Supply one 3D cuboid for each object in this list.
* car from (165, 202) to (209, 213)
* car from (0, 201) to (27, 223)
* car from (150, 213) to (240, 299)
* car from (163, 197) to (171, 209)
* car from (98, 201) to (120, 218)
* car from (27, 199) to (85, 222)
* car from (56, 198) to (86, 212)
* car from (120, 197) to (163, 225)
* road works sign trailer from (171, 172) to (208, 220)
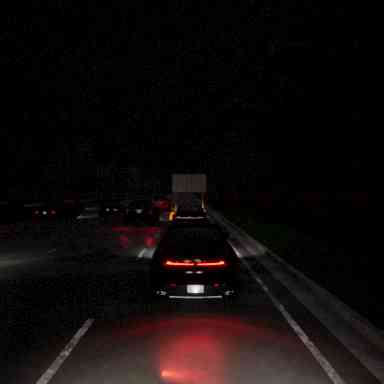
[{"bbox_3d":[-0.073,1.488,18.817,2.128,1.511,4.902,0,0,1],"label":"car"},{"bbox_3d":[-14.104,1.502,25.708,1.837,1.490,4.892,0,0,-1],"label":"car"},{"bbox_3d":[0.045,1.505,8.427,1.837,1.490,4.892,0,0,0],"label":"car"},{"bbox_3d":[-3.745,1.351,41.286,2.097,1.767,4.553,0,0,-1],"label":"car"},{"bbox_3d":[-7.149,1.547,30.504,2.033,1.411,5.357,0,0,0],"label":"car"},{"bbox_3d":[-10.621,1.547,26.442,2.033,1.411,5.357,0,0,0],"label":"car"},{"bbox_3d":[-14.226,1.525,39.445,1.812,1.442,4.674,0,0,0],"label":"car"},{"bbox_3d":[-3.592,1.353,24.454,2.097,1.767,4.553,0,0,-1],"label":"car"},{"bbox_3d":[-0.191,0.464,22.687,2.380,3.560,2.880,0,0,-3],"label":"road works sign trailer"}]
